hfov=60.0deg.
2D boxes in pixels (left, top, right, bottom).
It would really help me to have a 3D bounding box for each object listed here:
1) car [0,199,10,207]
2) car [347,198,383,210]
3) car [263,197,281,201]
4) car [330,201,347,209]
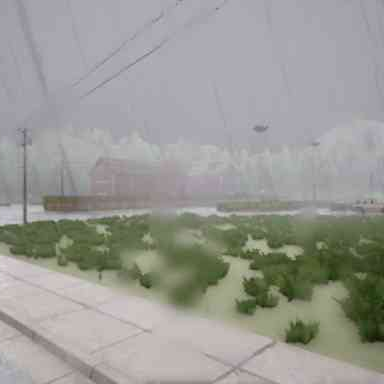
[{"bbox_3d":[-36.461,2.193,64.522,2.128,1.511,4.902,0,-1,-32],"label":"car"},{"bbox_3d":[20.772,1.675,38.132,4.605,1.855,1.932,-1,-1,42],"label":"car"},{"bbox_3d":[15.904,1.928,66.294,2.150,2.045,5.566,-1,-1,42],"label":"car"},{"bbox_3d":[20.474,1.925,45.272,1.882,1.535,5.008,-1,-1,41],"label":"car"}]
